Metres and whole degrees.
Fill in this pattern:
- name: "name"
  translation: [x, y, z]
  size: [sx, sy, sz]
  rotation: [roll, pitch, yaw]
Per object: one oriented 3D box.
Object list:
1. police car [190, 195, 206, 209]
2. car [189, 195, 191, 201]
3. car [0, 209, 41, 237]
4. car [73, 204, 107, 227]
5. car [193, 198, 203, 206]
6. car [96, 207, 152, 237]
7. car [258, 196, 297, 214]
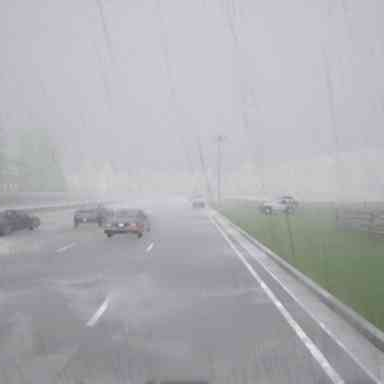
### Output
- name: "police car"
  translation: [1.055, 1.667, 50.590]
  size: [1.930, 1.638, 5.238]
  rotation: [0, 0, 0]
- name: "car"
  translation: [1.057, 1.541, 66.511]
  size: [2.150, 2.045, 5.566]
  rotation: [0, 0, 0]
- name: "car"
  translation: [-10.398, 1.636, 18.446]
  size: [2.033, 1.411, 5.357]
  rotation: [0, 0, 0]
- name: "car"
  translation: [-6.897, 1.606, 23.840]
  size: [2.128, 1.511, 4.902]
  rotation: [0, 0, 0]
- name: "car"
  translation: [1.057, 1.814, 60.480]
  size: [1.812, 1.442, 4.674]
  rotation: [0, 0, 0]
- name: "car"
  translation: [-3.398, 1.636, 18.434]
  size: [2.033, 1.411, 5.357]
  rotation: [0, 0, 0]
- name: "car"
  translation: [8.925, 1.377, 34.485]
  size: [3.866, 1.878, 1.905]
  rotation: [0, 0, 0]
